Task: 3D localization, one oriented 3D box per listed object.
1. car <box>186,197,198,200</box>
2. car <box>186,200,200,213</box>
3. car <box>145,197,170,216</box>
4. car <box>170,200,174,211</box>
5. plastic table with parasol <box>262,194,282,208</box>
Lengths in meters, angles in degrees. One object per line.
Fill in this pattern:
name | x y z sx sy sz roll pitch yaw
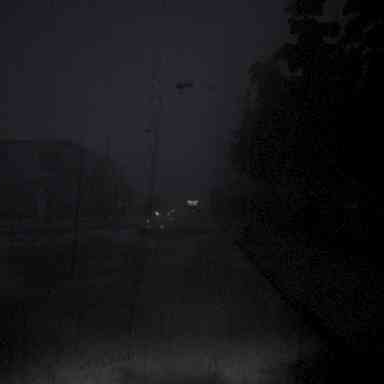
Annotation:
car | 0.105 1.852 56.908 2.150 2.045 5.566 0 -1 0
car | 0.111 2.089 43.990 1.895 1.301 4.718 0 -1 0
car | -4.094 1.652 38.791 2.150 2.045 5.566 0 -1 0
car | -4.083 2.045 48.706 1.837 1.490 4.892 0 -1 0
plastic table with parasol | 14.639 1.597 60.605 2.482 2.480 2.482 -3 2 -42
